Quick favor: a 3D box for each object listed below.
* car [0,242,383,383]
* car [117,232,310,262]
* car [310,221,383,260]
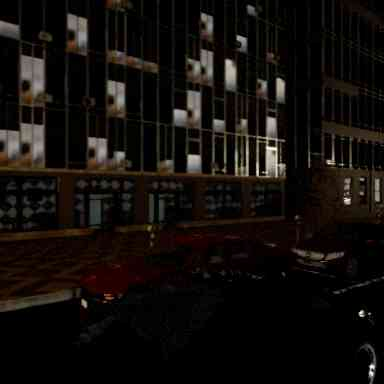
[{"bbox_3d":[0.145,1.560,3.481,4.181,1.385,1.994,0,0,-36],"label":"car"},{"bbox_3d":[0.108,1.538,6.635,4.507,1.381,1.887,0,0,-36],"label":"car"},{"bbox_3d":[4.743,1.564,9.942,4.206,1.307,1.802,0,0,-36],"label":"car"}]
